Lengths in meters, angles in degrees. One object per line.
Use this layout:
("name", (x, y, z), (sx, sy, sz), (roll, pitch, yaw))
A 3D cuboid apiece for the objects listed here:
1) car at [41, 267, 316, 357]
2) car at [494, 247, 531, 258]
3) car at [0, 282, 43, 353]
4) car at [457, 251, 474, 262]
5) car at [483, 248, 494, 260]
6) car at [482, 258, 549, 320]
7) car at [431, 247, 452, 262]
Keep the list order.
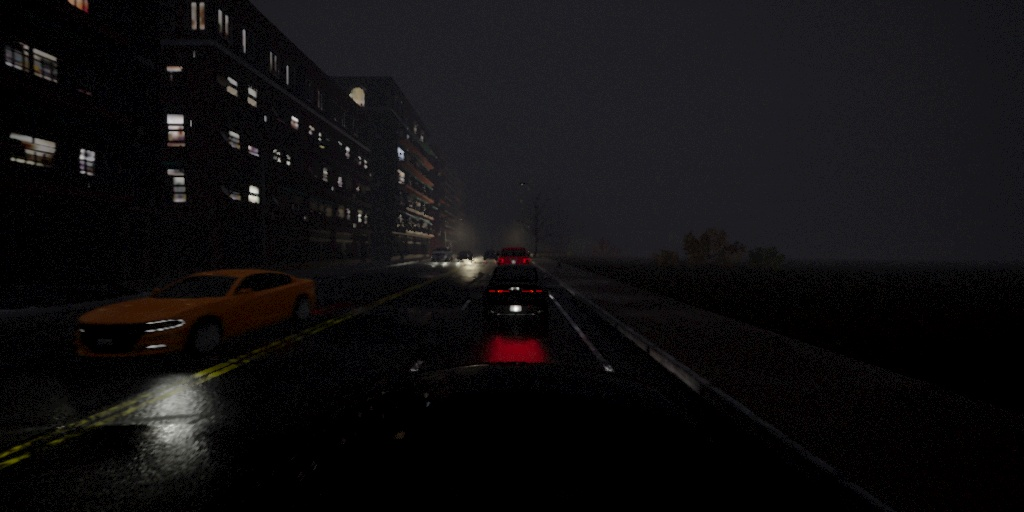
("car", (-6.602, 1.058, 8.299), (1.882, 1.535, 5.008), (0, 1, 0))
("car", (0.095, 0.377, 24.924), (2.150, 2.045, 5.566), (0, 2, 0))
("car", (-9.851, 1.206, 7.368), (1.895, 1.301, 4.718), (0, 1, 0))
("car", (-6.581, -0.032, 50.639), (1.882, 1.535, 5.008), (0, 1, 0))
("car", (-3.259, -0.284, 55.536), (2.097, 1.767, 4.553), (0, 2, 0))
("car", (0.096, 1.005, 11.472), (1.837, 1.490, 4.892), (0, 2, 0))
("car", (-9.829, -0.284, 50.501), (2.150, 2.045, 5.566), (0, 1, 0))
